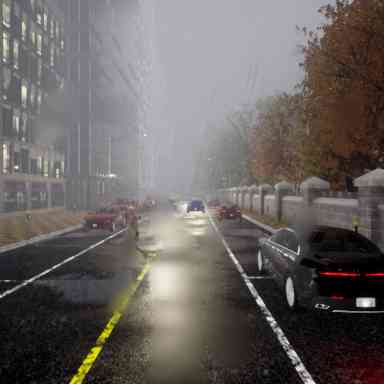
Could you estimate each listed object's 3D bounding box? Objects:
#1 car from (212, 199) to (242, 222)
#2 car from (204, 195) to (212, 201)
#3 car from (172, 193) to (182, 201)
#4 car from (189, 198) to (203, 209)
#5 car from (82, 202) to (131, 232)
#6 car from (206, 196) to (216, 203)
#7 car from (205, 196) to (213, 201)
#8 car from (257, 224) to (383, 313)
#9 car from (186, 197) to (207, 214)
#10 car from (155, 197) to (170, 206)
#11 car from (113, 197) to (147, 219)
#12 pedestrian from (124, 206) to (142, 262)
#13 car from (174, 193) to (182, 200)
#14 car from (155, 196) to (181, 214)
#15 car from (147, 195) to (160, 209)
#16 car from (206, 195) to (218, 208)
[{"bbox_3d":[2.888,1.544,26.340,1.887,1.381,4.507,0,0,1],"label":"car"},{"bbox_3d":[4.315,1.547,88.250,2.008,1.369,4.403,0,0,1],"label":"car"},{"bbox_3d":[-3.867,1.312,87.660,2.192,1.841,5.009,0,0,1],"label":"car"},{"bbox_3d":[0.636,1.600,47.626,1.895,1.301,4.718,0,0,2],"label":"car"},{"bbox_3d":[-5.209,1.544,20.131,1.887,1.381,4.507,0,0,1],"label":"car"},{"bbox_3d":[3.947,1.550,71.397,2.008,1.369,4.403,0,0,1],"label":"car"},{"bbox_3d":[4.209,1.580,82.631,1.802,1.307,4.206,0,0,1],"label":"car"},{"bbox_3d":[2.766,1.505,7.697,1.837,1.490,4.892,0,0,0],"label":"car"},{"bbox_3d":[0.429,1.525,35.783,1.812,1.442,4.674,0,0,1],"label":"car"},{"bbox_3d":[-4.728,1.550,53.875,2.008,1.369,4.403,0,0,1],"label":"car"},{"bbox_3d":[-5.145,1.314,25.757,2.192,1.841,5.009,0,0,1],"label":"car"},{"bbox_3d":[-1.891,1.293,10.661,0.375,1.860,0.375,0,0,0],"label":"pedestrian"},{"bbox_3d":[-4.101,1.549,76.383,2.008,1.369,4.403,0,0,1],"label":"car"},{"bbox_3d":[-2.506,1.504,36.174,1.837,1.490,4.892,0,0,1],"label":"car"},{"bbox_3d":[-5.000,1.314,42.633,2.192,1.841,5.009,0,0,1],"label":"car"},{"bbox_3d":[3.317,1.544,48.898,1.887,1.381,4.507,0,0,1],"label":"car"}]
